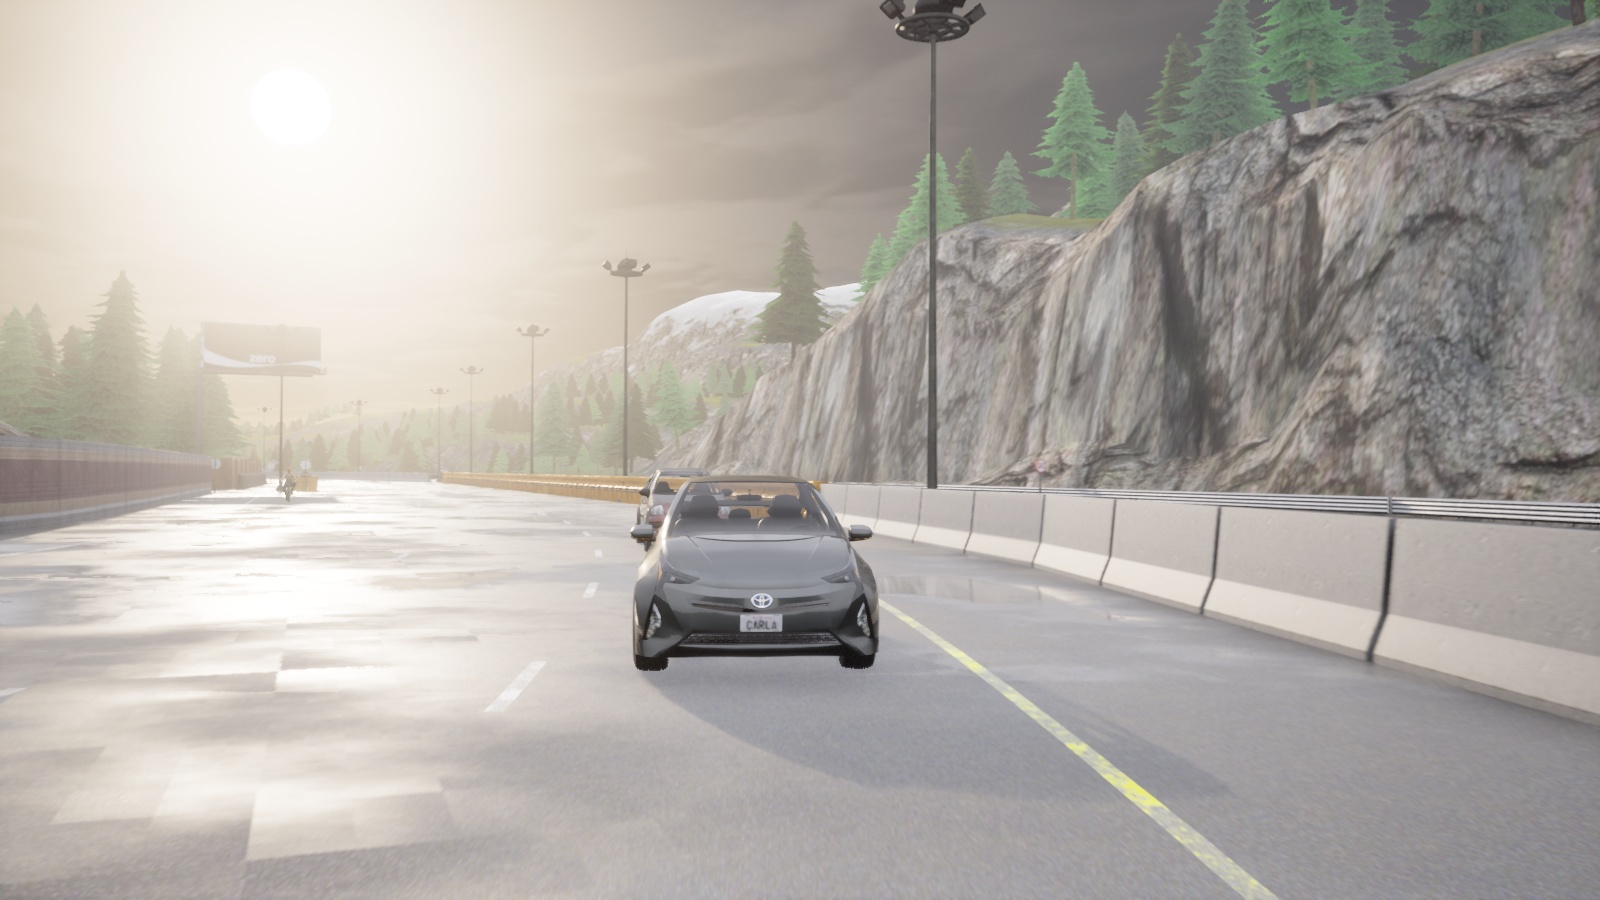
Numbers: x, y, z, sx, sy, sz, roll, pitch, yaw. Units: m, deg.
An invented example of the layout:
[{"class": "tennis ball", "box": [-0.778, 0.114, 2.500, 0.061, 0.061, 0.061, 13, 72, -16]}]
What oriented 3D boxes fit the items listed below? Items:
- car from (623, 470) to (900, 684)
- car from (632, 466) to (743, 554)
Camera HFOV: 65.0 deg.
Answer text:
[{"class": "car", "box": [-0.477, 0.954, 11.348, 2.007, 1.525, 4.514, 0, -1, -5]}, {"class": "car", "box": [-2.358, 1.149, 25.447, 1.851, 1.617, 3.988, 0, -1, -11]}]
